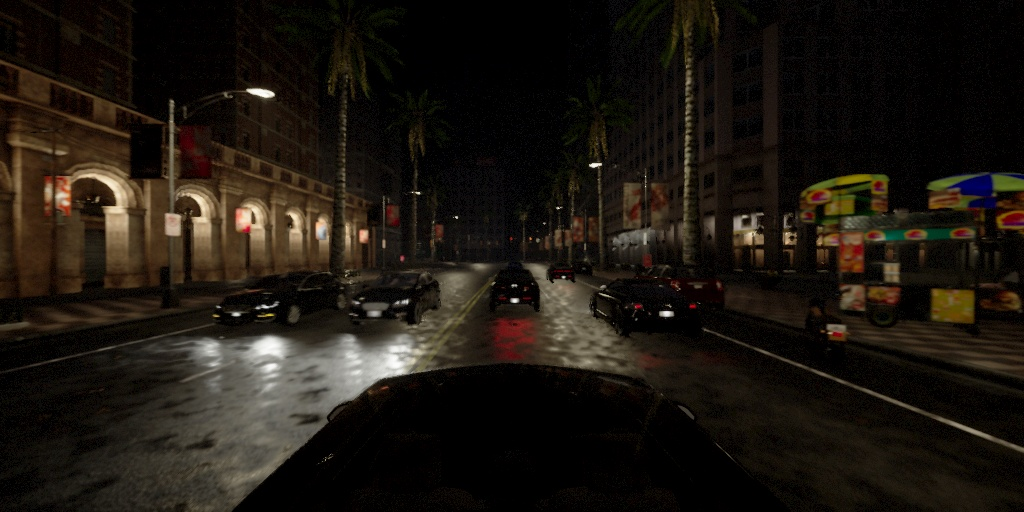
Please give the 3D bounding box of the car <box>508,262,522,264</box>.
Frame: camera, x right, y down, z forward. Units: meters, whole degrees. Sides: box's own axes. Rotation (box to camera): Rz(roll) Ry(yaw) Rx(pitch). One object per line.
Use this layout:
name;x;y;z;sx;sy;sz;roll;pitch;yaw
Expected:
car;0.268;1.285;33.018;1.812;1.442;4.674;0;0;1

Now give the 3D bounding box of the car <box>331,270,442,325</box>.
car;-3.594;1.244;11.820;2.128;1.511;4.902;0;0;0

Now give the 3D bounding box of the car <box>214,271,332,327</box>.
car;-7.095;1.257;11.656;1.837;1.490;4.892;0;0;0

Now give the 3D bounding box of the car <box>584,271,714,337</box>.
car;3.599;1.317;10.349;1.994;1.385;4.181;0;0;0

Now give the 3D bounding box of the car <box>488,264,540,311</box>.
car;0.095;1.258;14.562;1.837;1.490;4.892;0;0;0

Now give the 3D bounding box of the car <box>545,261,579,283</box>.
car;3.713;1.262;27.973;1.837;1.490;4.892;0;0;1
